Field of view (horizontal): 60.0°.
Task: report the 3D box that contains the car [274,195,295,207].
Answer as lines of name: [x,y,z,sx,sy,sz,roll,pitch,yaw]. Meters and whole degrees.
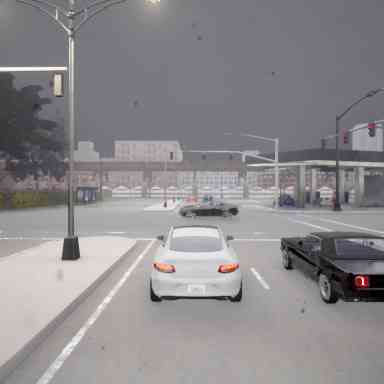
car: [13.222,1.262,47.651,2.242,1.667,4.611,0,0,0]

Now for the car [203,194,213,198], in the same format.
car: [3.516,1.257,72.298,2.097,1.767,4.553,0,0,0]

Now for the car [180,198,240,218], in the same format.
car: [1.436,1.460,27.428,4.902,1.511,2.128,0,0,1]

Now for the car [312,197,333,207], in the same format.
car: [18.967,1.435,48.413,1.970,1.475,3.806,0,0,0]

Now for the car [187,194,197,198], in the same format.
car: [0.016,1.250,72.299,2.097,1.767,4.553,0,0,0]

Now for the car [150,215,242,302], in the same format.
car: [0.084,1.517,8.112,1.812,1.442,4.674,0,0,0]

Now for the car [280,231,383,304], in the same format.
car: [3.589,1.599,8.095,1.895,1.301,4.718,0,0,0]
